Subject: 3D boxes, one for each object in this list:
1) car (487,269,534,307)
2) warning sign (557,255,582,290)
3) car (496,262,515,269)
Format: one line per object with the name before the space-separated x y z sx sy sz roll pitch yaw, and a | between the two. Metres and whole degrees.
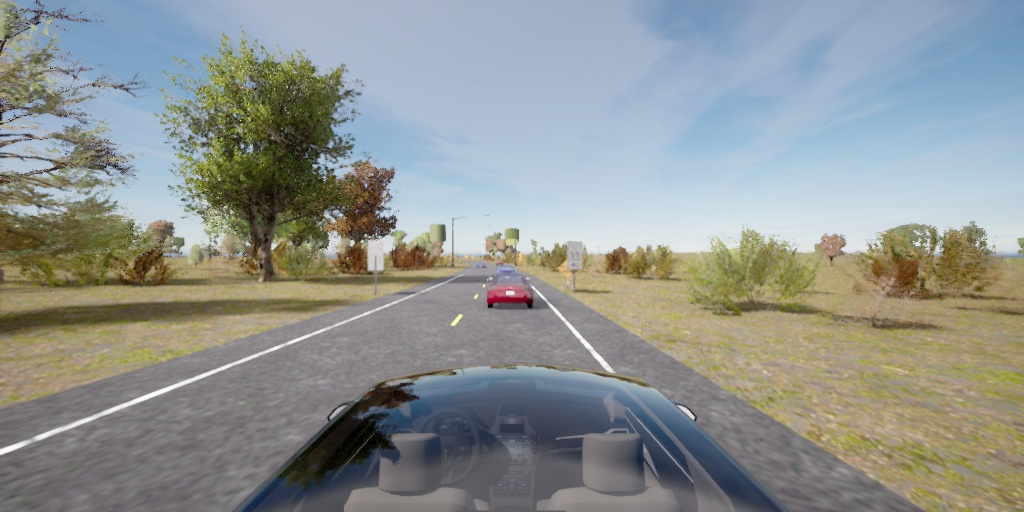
car | -0.099 1.443 16.200 1.994 1.385 4.181 0 0 -1
warning sign | 3.353 1.037 21.506 1.300 1.860 1.060 0 0 -1
car | -0.452 1.527 31.327 1.812 1.442 4.674 0 0 -2
